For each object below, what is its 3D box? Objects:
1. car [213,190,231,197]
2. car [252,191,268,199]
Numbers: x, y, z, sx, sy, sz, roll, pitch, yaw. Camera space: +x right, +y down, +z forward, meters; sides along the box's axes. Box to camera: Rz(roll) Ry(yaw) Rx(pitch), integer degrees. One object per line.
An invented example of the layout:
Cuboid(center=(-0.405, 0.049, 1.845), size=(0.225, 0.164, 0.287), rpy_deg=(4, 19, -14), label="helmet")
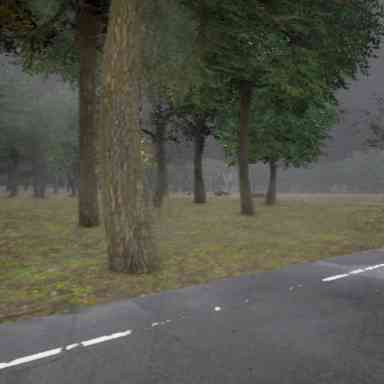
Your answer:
Cuboid(center=(7.085, 0.292, 78.243), size=(1.882, 1.535, 5.008), rpy_deg=(2, -1, -36), label="car")
Cuboid(center=(14.410, 0.545, 68.108), size=(2.128, 1.511, 4.902), rpy_deg=(2, -1, -36), label="car")
